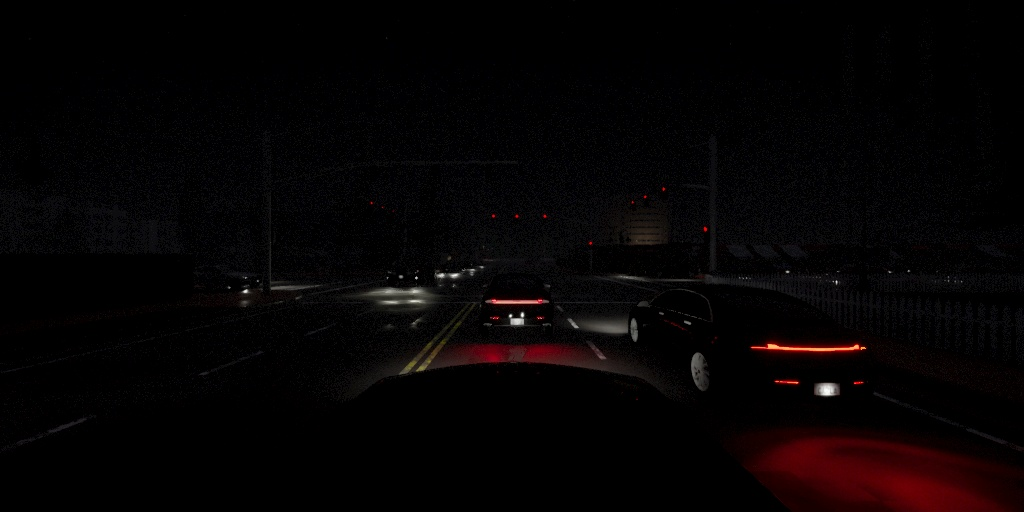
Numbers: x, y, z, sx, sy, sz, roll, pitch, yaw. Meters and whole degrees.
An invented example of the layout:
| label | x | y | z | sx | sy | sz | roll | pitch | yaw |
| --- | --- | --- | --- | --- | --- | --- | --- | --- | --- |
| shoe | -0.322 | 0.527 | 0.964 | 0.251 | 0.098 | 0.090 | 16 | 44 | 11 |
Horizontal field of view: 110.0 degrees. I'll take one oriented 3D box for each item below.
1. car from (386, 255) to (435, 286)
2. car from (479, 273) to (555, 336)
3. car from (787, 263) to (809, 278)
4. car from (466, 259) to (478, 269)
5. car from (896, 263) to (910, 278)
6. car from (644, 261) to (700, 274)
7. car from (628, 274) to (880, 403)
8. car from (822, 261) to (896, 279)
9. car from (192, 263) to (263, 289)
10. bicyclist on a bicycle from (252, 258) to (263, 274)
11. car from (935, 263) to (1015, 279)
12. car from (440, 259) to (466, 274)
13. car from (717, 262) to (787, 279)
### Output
| label | x | y | z | sx | sy | sz | roll | pitch | yaw |
| --- | --- | --- | --- | --- | --- | --- | --- | --- | --- |
| car | -6.952 | 0.974 | 25.282 | 2.150 | 2.045 | 5.566 | 0 | 0 | 0 |
| car | 0.134 | 1.242 | 10.372 | 2.128 | 1.511 | 4.902 | 0 | 0 | 0 |
| car | 24.672 | 1.297 | 33.663 | 5.357 | 1.411 | 2.033 | 0 | 0 | -1 |
| car | -6.751 | 1.255 | 55.154 | 1.837 | 1.490 | 4.892 | 0 | 0 | 0 |
| car | 34.496 | 1.241 | 33.838 | 4.902 | 1.511 | 2.128 | 0 | 0 | -1 |
| car | 14.933 | 1.255 | 33.545 | 4.892 | 1.490 | 1.837 | 0 | 0 | 1 |
| car | 3.589 | 1.255 | 6.467 | 1.837 | 1.490 | 4.892 | 0 | 0 | 1 |
| car | 28.887 | 1.276 | 30.231 | 4.674 | 1.442 | 1.812 | 0 | 0 | -1 |
| car | -18.154 | 1.276 | 22.300 | 4.674 | 1.442 | 1.812 | 0 | 0 | 0 |
| bicyclist on a bicycle | -26.161 | 1.051 | 36.892 | 0.582 | 1.620 | 1.656 | 0 | 0 | -3 |
| car | 38.886 | 1.276 | 30.411 | 4.674 | 1.442 | 1.812 | 0 | 0 | -1 |
| car | -7.035 | 1.255 | 41.930 | 1.837 | 1.490 | 4.892 | 0 | 0 | 4 |
| car | 19.627 | 1.241 | 30.067 | 4.902 | 1.511 | 2.128 | 0 | 0 | -1 |
